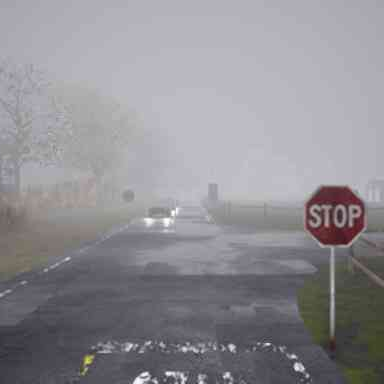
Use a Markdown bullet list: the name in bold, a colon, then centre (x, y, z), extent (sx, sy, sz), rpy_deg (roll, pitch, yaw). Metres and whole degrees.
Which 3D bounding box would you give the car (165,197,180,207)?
- **car**: centre (-2.945, 1.489, 51.240), extent (1.895, 1.301, 4.718), rpy_deg (0, 0, 0)

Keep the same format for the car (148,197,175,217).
- **car**: centre (-2.920, 1.422, 31.258), extent (1.882, 1.535, 5.008), rpy_deg (0, 0, 0)

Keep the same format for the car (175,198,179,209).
- **car**: centre (-2.938, 1.424, 40.780), extent (1.837, 1.490, 4.892), rpy_deg (0, 0, 0)
